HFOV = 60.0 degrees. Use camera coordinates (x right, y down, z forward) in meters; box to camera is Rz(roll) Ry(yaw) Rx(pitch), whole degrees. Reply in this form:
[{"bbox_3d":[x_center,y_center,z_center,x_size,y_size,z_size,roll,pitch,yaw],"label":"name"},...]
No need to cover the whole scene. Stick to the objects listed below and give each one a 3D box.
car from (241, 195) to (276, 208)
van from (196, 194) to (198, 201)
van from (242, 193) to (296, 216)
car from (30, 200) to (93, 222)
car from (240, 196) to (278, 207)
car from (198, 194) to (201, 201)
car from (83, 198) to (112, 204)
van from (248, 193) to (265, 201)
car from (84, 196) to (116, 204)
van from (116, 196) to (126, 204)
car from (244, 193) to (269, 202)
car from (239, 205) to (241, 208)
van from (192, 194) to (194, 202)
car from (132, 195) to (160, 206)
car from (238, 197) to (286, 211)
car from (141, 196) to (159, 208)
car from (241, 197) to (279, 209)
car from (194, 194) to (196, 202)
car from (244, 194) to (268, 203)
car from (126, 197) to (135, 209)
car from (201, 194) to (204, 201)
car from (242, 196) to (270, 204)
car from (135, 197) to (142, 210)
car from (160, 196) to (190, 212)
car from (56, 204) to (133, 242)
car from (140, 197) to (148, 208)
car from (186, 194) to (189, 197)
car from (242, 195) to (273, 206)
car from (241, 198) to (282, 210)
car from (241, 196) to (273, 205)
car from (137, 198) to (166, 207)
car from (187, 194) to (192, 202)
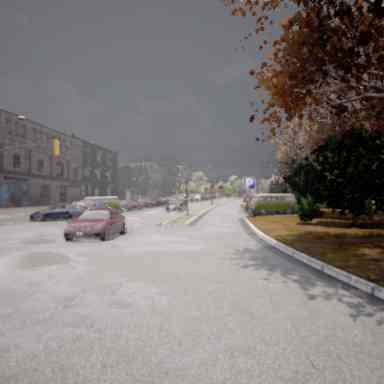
[{"bbox_3d":[9.757,1.327,48.758,4.553,1.767,2.185,0,-1,-11],"label":"car"},{"bbox_3d":[-1.370,1.705,88.257,4.442,1.987,1.878,-2,-1,-8],"label":"van"},{"bbox_3d":[7.381,1.157,31.115,4.442,1.987,1.878,0,0,-13],"label":"van"},{"bbox_3d":[-11.368,1.742,28.729,4.792,1.488,2.163,-2,0,-14],"label":"car"},{"bbox_3d":[10.414,1.459,51.728,5.366,1.575,1.946,0,-1,-11],"label":"car"},{"bbox_3d":[-0.865,1.943,91.179,5.008,1.535,2.097,-2,-1,-8],"label":"car"},{"bbox_3d":[-10.690,1.708,31.714,5.366,1.575,1.946,-2,-1,-14],"label":"car"},{"bbox_3d":[17.879,1.352,92.484,4.442,1.987,1.878,0,0,-8],"label":"van"},{"bbox_3d":[-10.565,1.607,34.665,4.553,1.767,2.185,-2,-1,-14],"label":"car"},{"bbox_3d":[-10.066,1.517,37.700,4.442,1.987,1.878,-2,-1,-13],"label":"van"},{"bbox_3d":[15.599,1.296,80.857,5.566,2.045,2.435,0,-1,-8],"label":"car"},{"bbox_3d":[8.372,1.404,37.066,5.366,1.575,1.946,0,-1,-13],"label":"car"},{"bbox_3d":[-2.592,1.689,82.358,4.442,1.987,1.878,-2,-1,-9],"label":"van"},{"bbox_3d":[-7.626,1.573,55.630,5.566,2.045,2.435,-2,-1,-11],"label":"car"},{"bbox_3d":[8.386,1.417,39.917,5.366,1.575,1.946,0,0,-12],"label":"car"},{"bbox_3d":[-8.105,1.852,52.627,4.674,1.452,2.002,-2,0,-12],"label":"car"},{"bbox_3d":[9.360,1.482,45.831,4.674,1.452,2.002,0,-1,-12],"label":"car"},{"bbox_3d":[-2.118,1.957,85.278,4.792,1.488,2.163,-2,0,-8],"label":"car"},{"bbox_3d":[13.786,1.400,72.111,4.553,1.767,2.185,0,-1,-9],"label":"car"},{"bbox_3d":[-9.801,1.762,40.667,4.892,1.521,2.231,-2,-1,-13],"label":"car"},{"bbox_3d":[-0.283,1.700,94.114,5.566,2.045,2.435,-2,0,-8],"label":"car"},{"bbox_3d":[12.212,1.530,63.384,4.792,1.488,2.163,0,-1,-10],"label":"car"},{"bbox_3d":[-9.394,1.813,43.658,4.674,1.452,2.002,-2,0,-13],"label":"car"},{"bbox_3d":[-1.993,1.624,40.280,2.128,1.511,4.902,-1,0,7],"label":"car"},{"bbox_3d":[-4.537,1.526,16.300,1.812,1.442,4.674,0,-1,5],"label":"car"},{"bbox_3d":[-8.988,1.827,46.655,4.674,1.452,2.002,-2,-1,-12],"label":"car"},{"bbox_3d":[-3.905,1.901,76.430,5.008,1.535,2.097,-2,-1,-9],"label":"car"},{"bbox_3d":[10.723,1.347,54.616,4.553,1.767,2.185,0,0,-11],"label":"car"},{"bbox_3d":[8.953,1.471,42.898,4.674,1.452,2.002,0,-1,-12],"label":"car"},{"bbox_3d":[11.164,1.482,57.539,5.008,1.535,2.097,0,-1,-10],"label":"car"},{"bbox_3d":[-7.166,1.837,58.602,5.008,1.535,2.097,-2,-1,-11],"label":"car"},{"bbox_3d":[-3.485,1.912,79.348,5.366,1.575,1.946,-2,0,-9],"label":"car"}]
